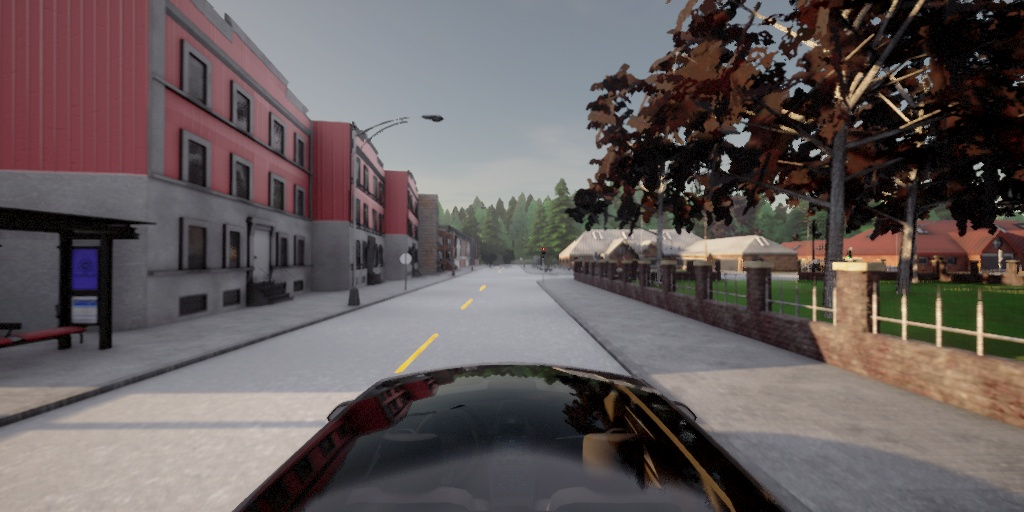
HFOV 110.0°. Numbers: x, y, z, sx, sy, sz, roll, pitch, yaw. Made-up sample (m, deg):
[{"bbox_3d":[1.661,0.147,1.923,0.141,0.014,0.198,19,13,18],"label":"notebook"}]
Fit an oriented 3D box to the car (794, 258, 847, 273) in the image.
[{"bbox_3d":[37.023,1.194,42.855,5.566,2.045,2.150,0,-1,0],"label":"car"}]
